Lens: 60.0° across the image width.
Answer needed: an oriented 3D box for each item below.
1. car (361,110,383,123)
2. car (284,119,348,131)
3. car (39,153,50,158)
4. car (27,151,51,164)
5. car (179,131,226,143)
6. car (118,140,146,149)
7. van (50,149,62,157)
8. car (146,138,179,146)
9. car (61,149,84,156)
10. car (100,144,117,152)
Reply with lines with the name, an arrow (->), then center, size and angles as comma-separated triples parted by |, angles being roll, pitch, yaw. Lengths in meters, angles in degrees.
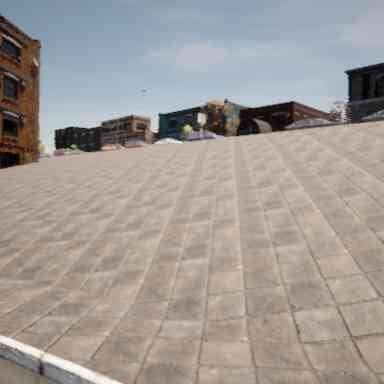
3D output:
car -> 12.825, -4.327, 20.075 | 2.231, 1.521, 4.892 | 0, 2, -44
car -> 8.987, -4.524, 24.037 | 2.231, 1.521, 4.892 | 0, 2, -44
car -> -25.516, -6.072, 59.760 | 2.002, 1.452, 4.674 | 0, 2, -44
car -> -29.321, -6.516, 63.700 | 2.435, 2.045, 5.566 | 0, 2, -44
car -> 1.393, -5.016, 31.900 | 2.185, 1.767, 4.553 | 0, 2, -44
car -> -6.363, -5.386, 39.930 | 2.185, 1.767, 4.553 | 0, 2, -44
van -> -21.592, -6.173, 55.697 | 1.878, 1.987, 4.442 | 0, 2, -44
car -> -2.425, -5.032, 35.853 | 2.002, 1.452, 4.674 | 0, 2, -44
car -> -17.849, -5.784, 51.821 | 2.231, 1.521, 4.892 | 0, 2, -44
car -> -10.196, -5.565, 43.899 | 2.185, 1.767, 4.553 | 0, 2, -44
